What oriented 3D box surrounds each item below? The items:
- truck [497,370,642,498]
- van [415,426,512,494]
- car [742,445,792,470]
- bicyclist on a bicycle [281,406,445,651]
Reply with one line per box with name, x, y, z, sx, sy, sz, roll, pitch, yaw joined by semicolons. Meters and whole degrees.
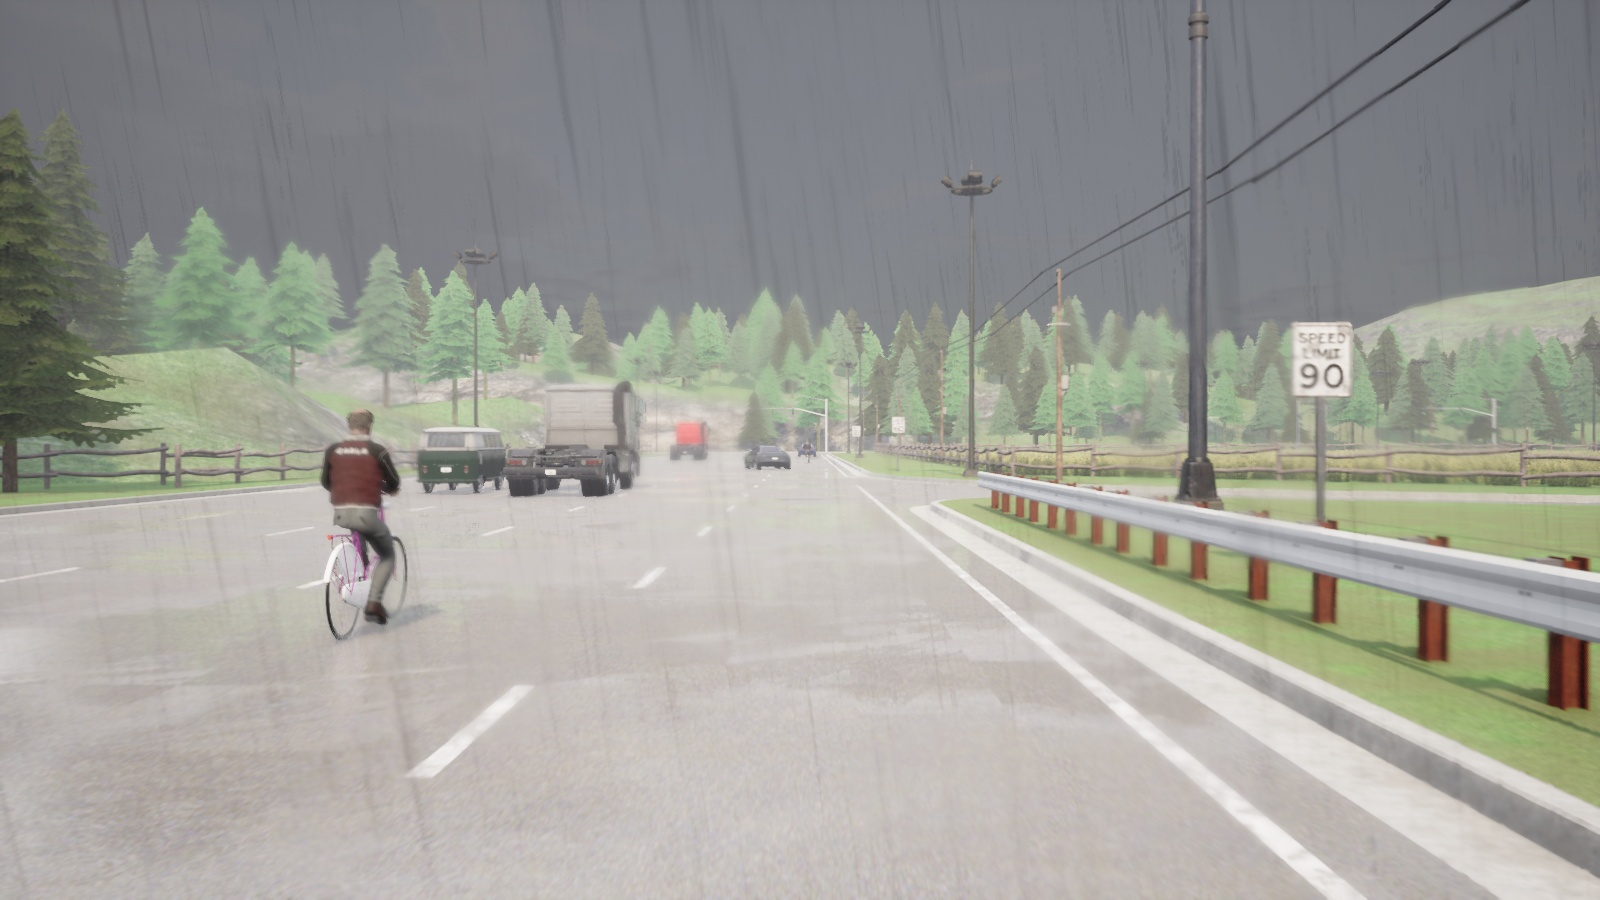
truck;-6.769;-0.456;38.138;2.891;3.462;7.936;0;0;0
van;-10.267;0.274;38.634;1.775;1.987;4.442;0;0;0
car;-1.887;0.411;70.643;1.994;1.385;4.181;0;0;-14
bicyclist on a bicycle;-3.428;0.558;10.025;0.659;1.776;1.843;0;1;0
